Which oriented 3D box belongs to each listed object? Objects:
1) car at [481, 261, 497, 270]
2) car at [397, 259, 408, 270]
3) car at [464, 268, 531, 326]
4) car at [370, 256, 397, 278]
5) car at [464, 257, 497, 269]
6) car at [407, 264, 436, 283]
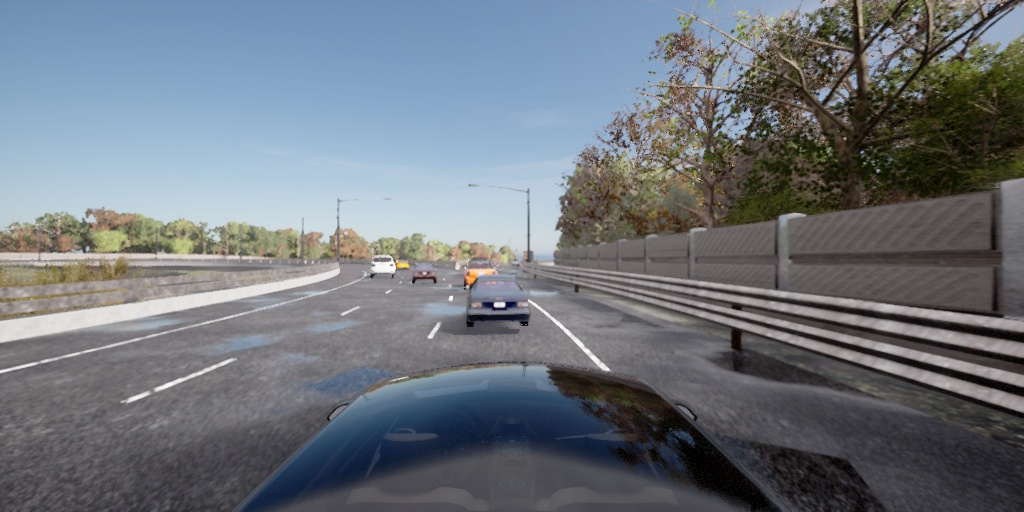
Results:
[{"bbox_3d":[-3.298,1.383,52.891,1.895,1.301,4.718,0,0,2],"label":"car"},{"bbox_3d":[-16.805,1.272,53.457,1.882,1.535,5.008,0,0,-28],"label":"car"},{"bbox_3d":[-0.543,1.304,11.729,2.033,1.411,5.357,0,0,-5],"label":"car"},{"bbox_3d":[-12.592,1.001,35.059,2.150,2.045,5.566,0,0,-18],"label":"car"},{"bbox_3d":[-2.069,1.115,23.520,2.097,1.767,4.553,0,0,-7],"label":"car"},{"bbox_3d":[-7.018,1.319,28.611,2.033,1.411,5.357,0,0,-15],"label":"car"}]
